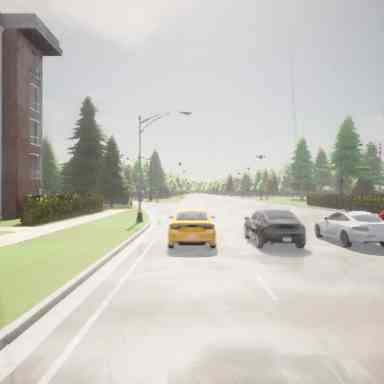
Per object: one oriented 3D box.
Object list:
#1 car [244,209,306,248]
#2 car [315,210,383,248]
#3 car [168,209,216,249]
[{"bbox_3d":[3.500,1.514,14.650,1.837,1.490,4.892,0,0,0],"label":"car"},{"bbox_3d":[7.000,1.530,14.650,1.812,1.442,4.674,0,0,0],"label":"car"},{"bbox_3d":[0.000,1.482,14.650,1.882,1.535,5.008,0,0,0],"label":"car"}]
